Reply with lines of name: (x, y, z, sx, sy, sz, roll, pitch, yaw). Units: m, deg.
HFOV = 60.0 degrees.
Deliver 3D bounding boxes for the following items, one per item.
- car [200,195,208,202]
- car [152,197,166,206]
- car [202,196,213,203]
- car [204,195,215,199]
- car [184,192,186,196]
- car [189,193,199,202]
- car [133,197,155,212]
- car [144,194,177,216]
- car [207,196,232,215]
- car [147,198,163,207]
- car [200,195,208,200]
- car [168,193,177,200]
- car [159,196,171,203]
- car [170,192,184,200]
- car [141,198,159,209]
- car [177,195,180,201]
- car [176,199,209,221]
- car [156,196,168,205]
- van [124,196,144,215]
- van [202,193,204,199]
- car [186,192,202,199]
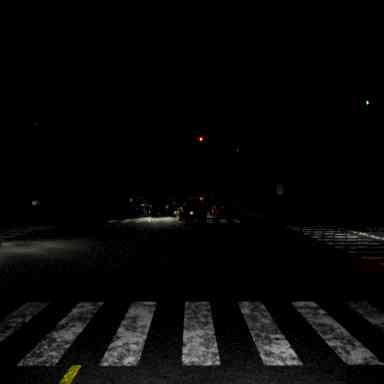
car: (2.843, 1.443, 79.508, 1.801, 1.575, 5.366, 0, 0, 0)
car: (-5.512, 1.562, 56.046, 1.947, 1.339, 4.313, 0, 0, 0)
car: (3.084, 1.543, 67.337, 2.008, 1.369, 4.403, 0, 0, 0)
car: (2.942, 1.437, 44.660, 1.967, 1.590, 4.097, 0, 0, 0)
car: (-2.666, 1.346, 62.362, 2.097, 1.767, 4.553, 0, 0, 1)
car: (0.457, 1.177, 73.704, 2.097, 1.767, 4.553, 0, 0, 0)
car: (-5.619, 1.438, 39.041, 1.967, 1.590, 4.097, 0, 0, 0)
car: (-2.944, 1.350, 32.071, 2.097, 1.767, 4.553, 0, 0, 2)
car: (2.871, 1.438, 33.322, 1.967, 1.590, 4.097, 0, 0, 0)
car: (-5.548, 1.579, 50.378, 1.802, 1.307, 4.206, 0, 0, 0)
car: (3.226, 1.546, 90.014, 1.947, 1.339, 4.313, 0, 0, 0)
car: (-5.299, 1.296, 90.055, 2.192, 1.841, 5.009, 0, 0, 0)
car: (-5.441, 1.558, 67.382, 1.947, 1.339, 4.313, 0, 0, 0)
car: (-2.772, 1.218, 52.136, 2.150, 2.045, 5.566, 0, 0, 1)
car: (-5.583, 1.563, 44.709, 1.947, 1.339, 4.313, 0, 0, 0)
car: (-2.840, 1.475, 42.009, 1.882, 1.535, 5.008, 0, 0, 1)
car: (0.129, 1.562, 27.182, 1.994, 1.385, 4.181, 0, 0, 5)
car: (-5.478, 1.519, 61.544, 1.752, 1.417, 4.829, 0, 0, 0)
van: (-5.655, 1.339, 33.373, 1.690, 1.788, 3.998, 0, 0, 0)
van: (3.013, 1.337, 55.998, 1.690, 1.788, 3.998, 0, 0, 0)
car: (0.392, 1.215, 63.344, 2.150, 2.045, 5.566, 0, 0, 0)
